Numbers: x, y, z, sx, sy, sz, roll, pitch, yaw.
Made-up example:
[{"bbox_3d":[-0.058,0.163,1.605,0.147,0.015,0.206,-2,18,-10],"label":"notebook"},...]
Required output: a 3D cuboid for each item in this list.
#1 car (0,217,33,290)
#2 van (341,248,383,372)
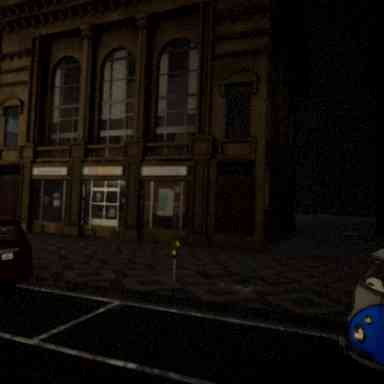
[{"bbox_3d":[-6.293,1.465,8.200,5.009,1.841,2.192,1,-2,21],"label":"car"},{"bbox_3d":[4.135,1.681,4.111,3.998,1.788,1.690,1,-2,21],"label":"van"}]
